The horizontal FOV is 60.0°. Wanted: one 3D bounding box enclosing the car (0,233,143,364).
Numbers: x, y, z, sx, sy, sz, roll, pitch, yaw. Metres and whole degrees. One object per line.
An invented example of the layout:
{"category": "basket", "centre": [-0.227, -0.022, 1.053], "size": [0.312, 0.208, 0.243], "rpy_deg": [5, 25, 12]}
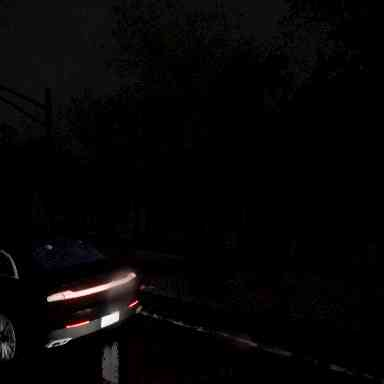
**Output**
{"category": "car", "centre": [-3.069, 1.491, 5.864], "size": [4.902, 1.511, 2.128], "rpy_deg": [0, 0, 35]}
